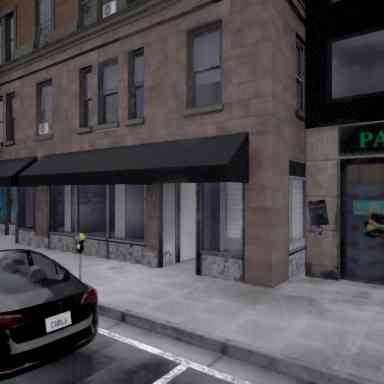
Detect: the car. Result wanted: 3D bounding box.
[{"bbox_3d":[-3.266,1.566,5.138,4.313,1.339,1.947,0,0,36],"label":"car"}]
